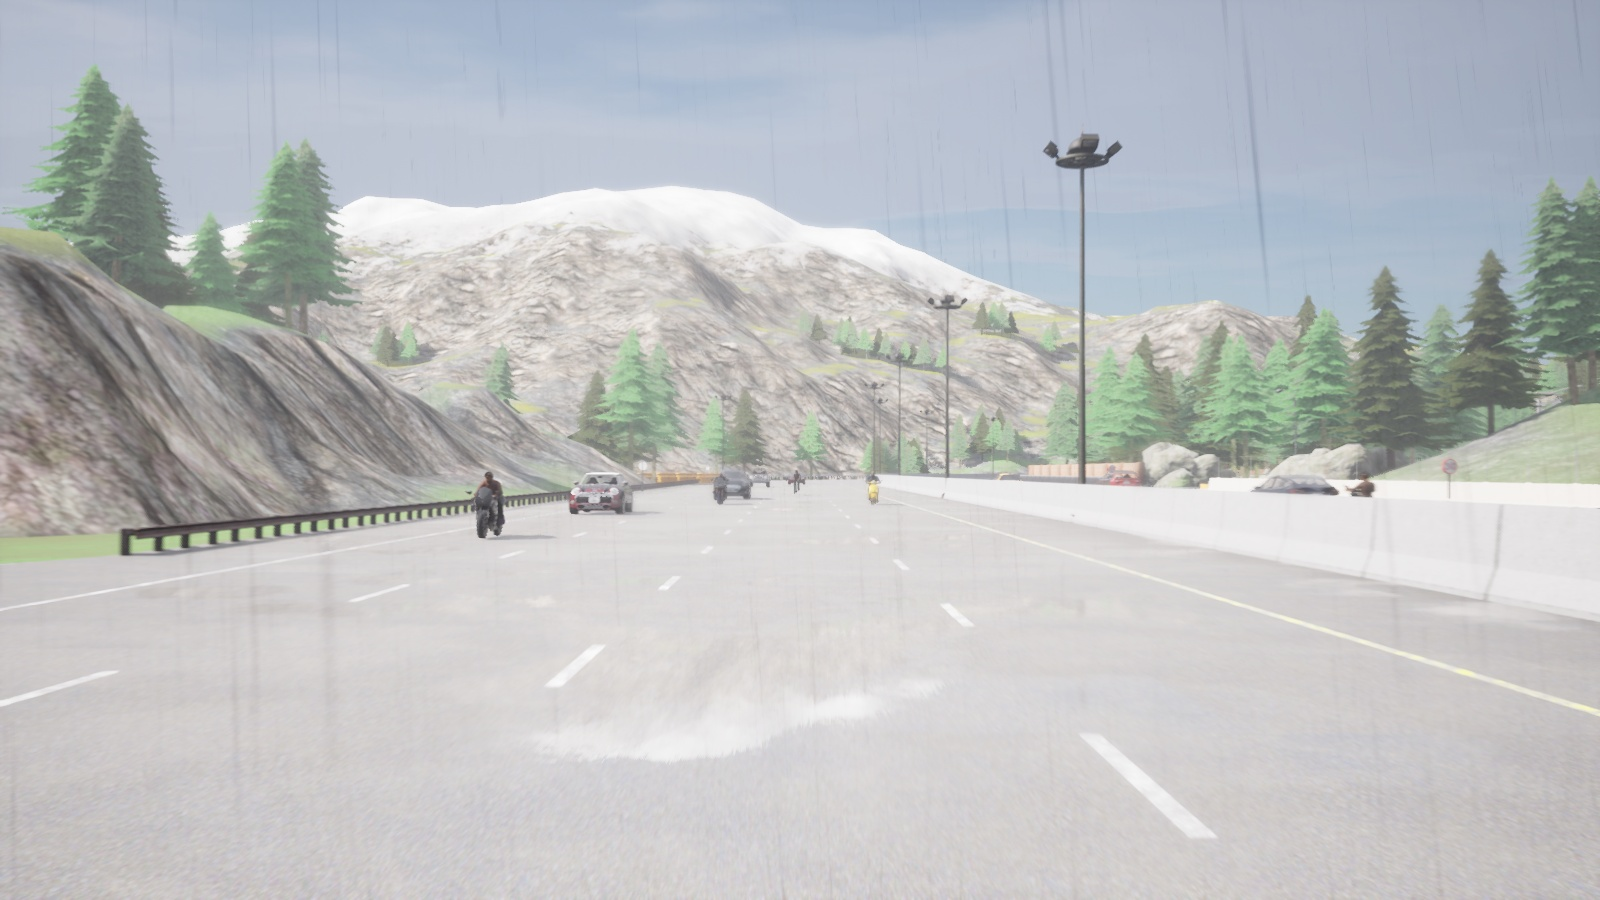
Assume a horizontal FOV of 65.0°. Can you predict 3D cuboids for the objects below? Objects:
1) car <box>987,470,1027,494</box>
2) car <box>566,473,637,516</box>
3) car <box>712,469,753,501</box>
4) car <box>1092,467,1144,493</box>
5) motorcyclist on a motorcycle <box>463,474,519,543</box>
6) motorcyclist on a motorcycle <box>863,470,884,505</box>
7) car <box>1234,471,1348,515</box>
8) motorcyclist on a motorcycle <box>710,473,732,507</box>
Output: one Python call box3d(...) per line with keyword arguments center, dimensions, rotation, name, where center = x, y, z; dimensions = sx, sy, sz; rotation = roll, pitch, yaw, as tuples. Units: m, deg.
box3d(center=(13.796, 2.100, 84.032), dimensions=(1.801, 1.575, 5.366), rotation=(0, -1, 0), name="car")
box3d(center=(-7.109, 1.566, 45.381), dimensions=(1.970, 1.475, 3.806), rotation=(0, -1, 0), name="car")
box3d(center=(-3.668, 1.913, 69.088), dimensions=(2.033, 1.649, 4.856), rotation=(0, -1, 0), name="car")
box3d(center=(20.800, 1.949, 82.284), dimensions=(2.242, 1.667, 4.611), rotation=(0, -1, 0), name="car")
box3d(center=(-7.070, 1.306, 28.831), dimensions=(0.797, 1.523, 2.044), rotation=(0, -1, 0), name="motorcyclist on a motorcycle")
box3d(center=(3.360, 1.715, 57.584), dimensions=(0.866, 1.590, 1.817), rotation=(0, -1, 0), name="motorcyclist on a motorcycle")
box3d(center=(17.391, 1.492, 44.779), dimensions=(2.163, 1.488, 4.792), rotation=(0, -1, 0), name="car")
box3d(center=(-3.641, 1.833, 58.040), dimensions=(0.866, 1.530, 2.191), rotation=(0, -1, 0), name="motorcyclist on a motorcycle")
